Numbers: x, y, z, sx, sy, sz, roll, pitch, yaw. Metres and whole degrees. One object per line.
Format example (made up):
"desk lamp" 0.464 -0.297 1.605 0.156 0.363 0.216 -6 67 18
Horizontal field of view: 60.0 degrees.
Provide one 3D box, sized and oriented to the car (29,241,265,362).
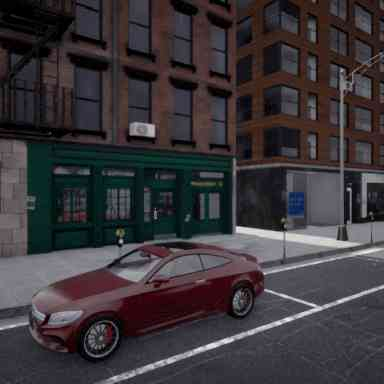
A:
"car" -0.520 1.582 5.824 4.206 1.307 1.802 0 0 -36
